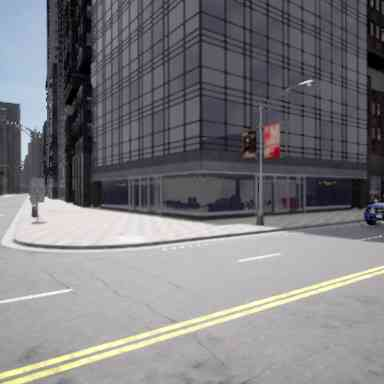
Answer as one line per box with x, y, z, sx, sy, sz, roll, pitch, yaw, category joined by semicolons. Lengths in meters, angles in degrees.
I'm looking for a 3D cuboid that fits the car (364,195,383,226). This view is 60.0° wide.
13.213;1.077;21.097;5.566;2.045;2.150;0;0;-35;car
